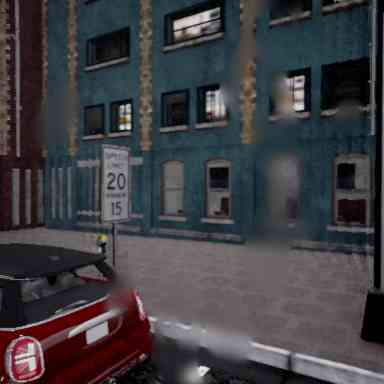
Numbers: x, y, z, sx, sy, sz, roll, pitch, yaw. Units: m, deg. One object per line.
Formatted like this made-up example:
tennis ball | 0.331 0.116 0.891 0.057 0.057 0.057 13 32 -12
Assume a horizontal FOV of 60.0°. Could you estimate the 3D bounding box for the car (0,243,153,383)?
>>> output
car | -2.584 1.405 4.279 4.097 1.590 1.967 0 2 31
